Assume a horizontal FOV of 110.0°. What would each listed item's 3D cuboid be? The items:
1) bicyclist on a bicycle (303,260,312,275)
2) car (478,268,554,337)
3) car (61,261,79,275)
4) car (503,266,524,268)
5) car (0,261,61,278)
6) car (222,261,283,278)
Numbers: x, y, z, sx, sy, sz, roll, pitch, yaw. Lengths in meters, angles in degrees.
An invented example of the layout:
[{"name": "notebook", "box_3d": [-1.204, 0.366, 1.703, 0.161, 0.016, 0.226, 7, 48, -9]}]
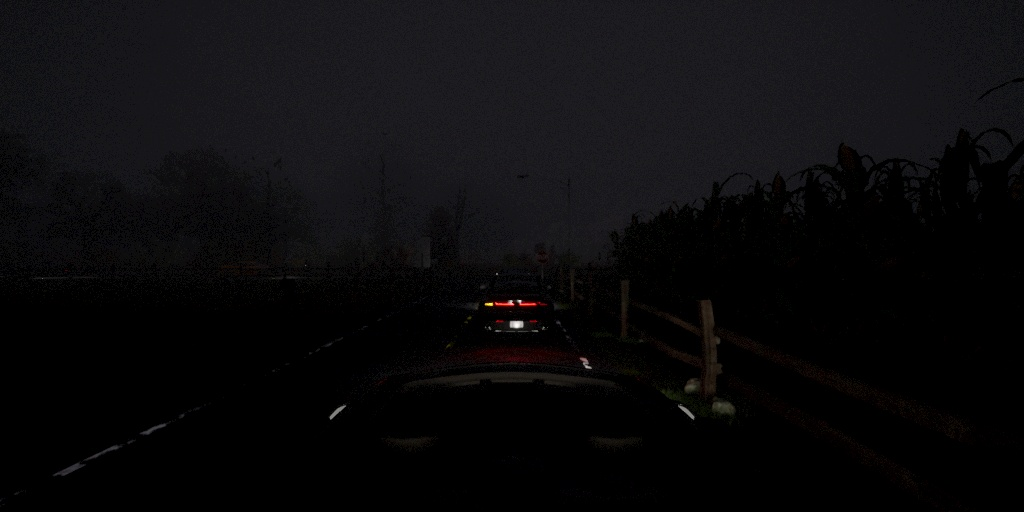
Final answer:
[{"name": "bicyclist on a bicycle", "box_3d": [-22.404, 1.224, 39.221, 0.582, 1.620, 1.656, 0, 0, 1]}, {"name": "car", "box_3d": [0.105, 1.251, 10.280, 1.837, 1.490, 4.892, 0, 0, 0]}, {"name": "car", "box_3d": [-47.202, 1.286, 36.504, 4.892, 1.490, 1.837, 0, 0, 1]}, {"name": "car", "box_3d": [0.070, 1.290, 20.322, 2.033, 1.411, 5.357, 0, 0, -1]}, {"name": "car", "box_3d": [-46.069, 1.286, 33.635, 4.892, 1.490, 1.837, -1, 0, 1]}, {"name": "car", "box_3d": [-24.032, 1.249, 33.272, 5.008, 1.535, 1.882, 0, 0, 1]}]
